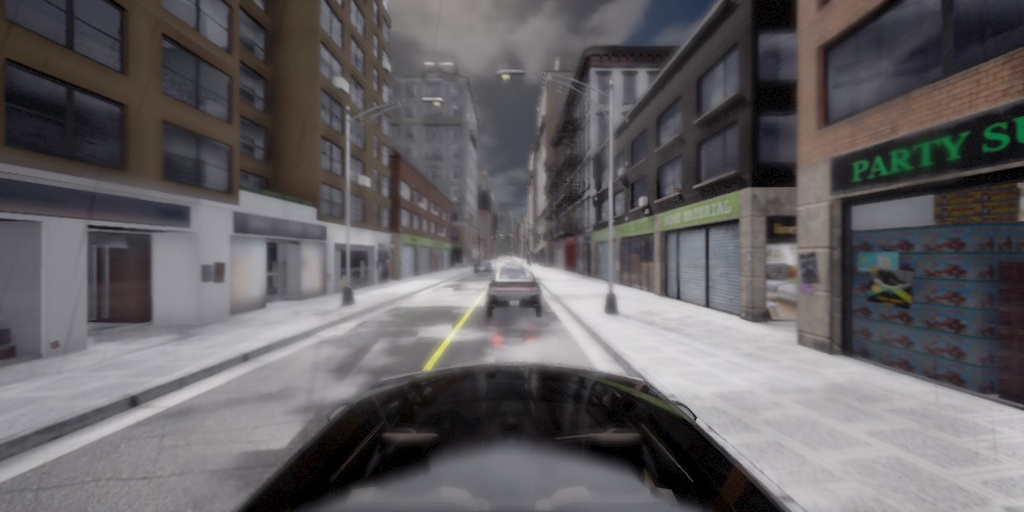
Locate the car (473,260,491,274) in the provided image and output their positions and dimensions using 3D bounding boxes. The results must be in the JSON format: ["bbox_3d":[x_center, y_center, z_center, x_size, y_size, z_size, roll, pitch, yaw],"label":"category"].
[{"bbox_3d":[-3.097,1.190,39.322,2.128,1.511,4.902,0,0,0],"label":"car"}]

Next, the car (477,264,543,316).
[{"bbox_3d":[0.083,1.213,13.200,2.128,1.511,4.902,0,0,0],"label":"car"}]
